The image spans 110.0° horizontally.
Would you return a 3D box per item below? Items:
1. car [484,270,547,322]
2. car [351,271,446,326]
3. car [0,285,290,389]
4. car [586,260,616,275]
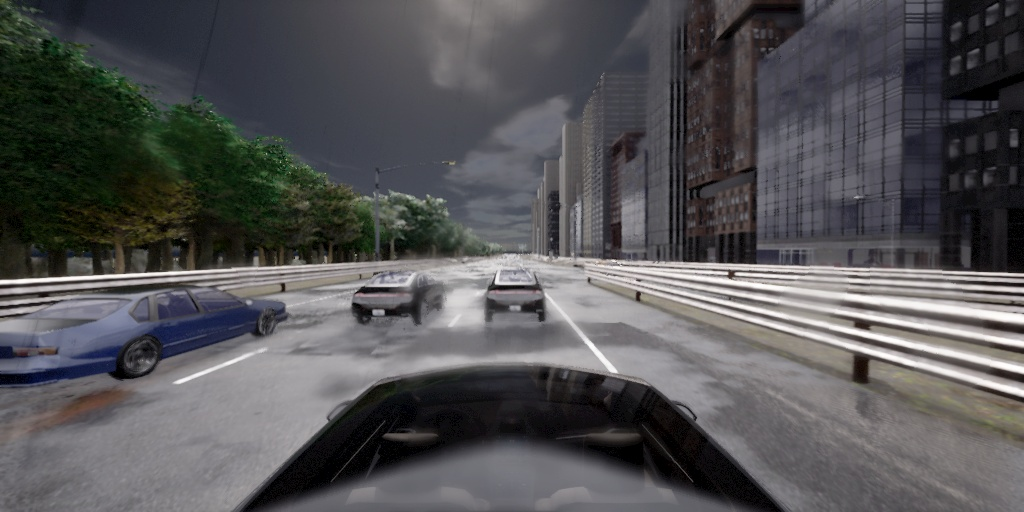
[{"bbox_3d":[0.104,1.217,12.265,2.128,1.511,4.902,0,0,0],"label":"car"},{"bbox_3d":[-3.396,1.219,11.560,2.128,1.511,4.902,0,0,0],"label":"car"},{"bbox_3d":[-6.898,1.285,7.144,2.033,1.411,5.357,0,0,0],"label":"car"},{"bbox_3d":[9.189,1.166,36.166,1.801,1.575,5.366,0,0,-12],"label":"car"}]
